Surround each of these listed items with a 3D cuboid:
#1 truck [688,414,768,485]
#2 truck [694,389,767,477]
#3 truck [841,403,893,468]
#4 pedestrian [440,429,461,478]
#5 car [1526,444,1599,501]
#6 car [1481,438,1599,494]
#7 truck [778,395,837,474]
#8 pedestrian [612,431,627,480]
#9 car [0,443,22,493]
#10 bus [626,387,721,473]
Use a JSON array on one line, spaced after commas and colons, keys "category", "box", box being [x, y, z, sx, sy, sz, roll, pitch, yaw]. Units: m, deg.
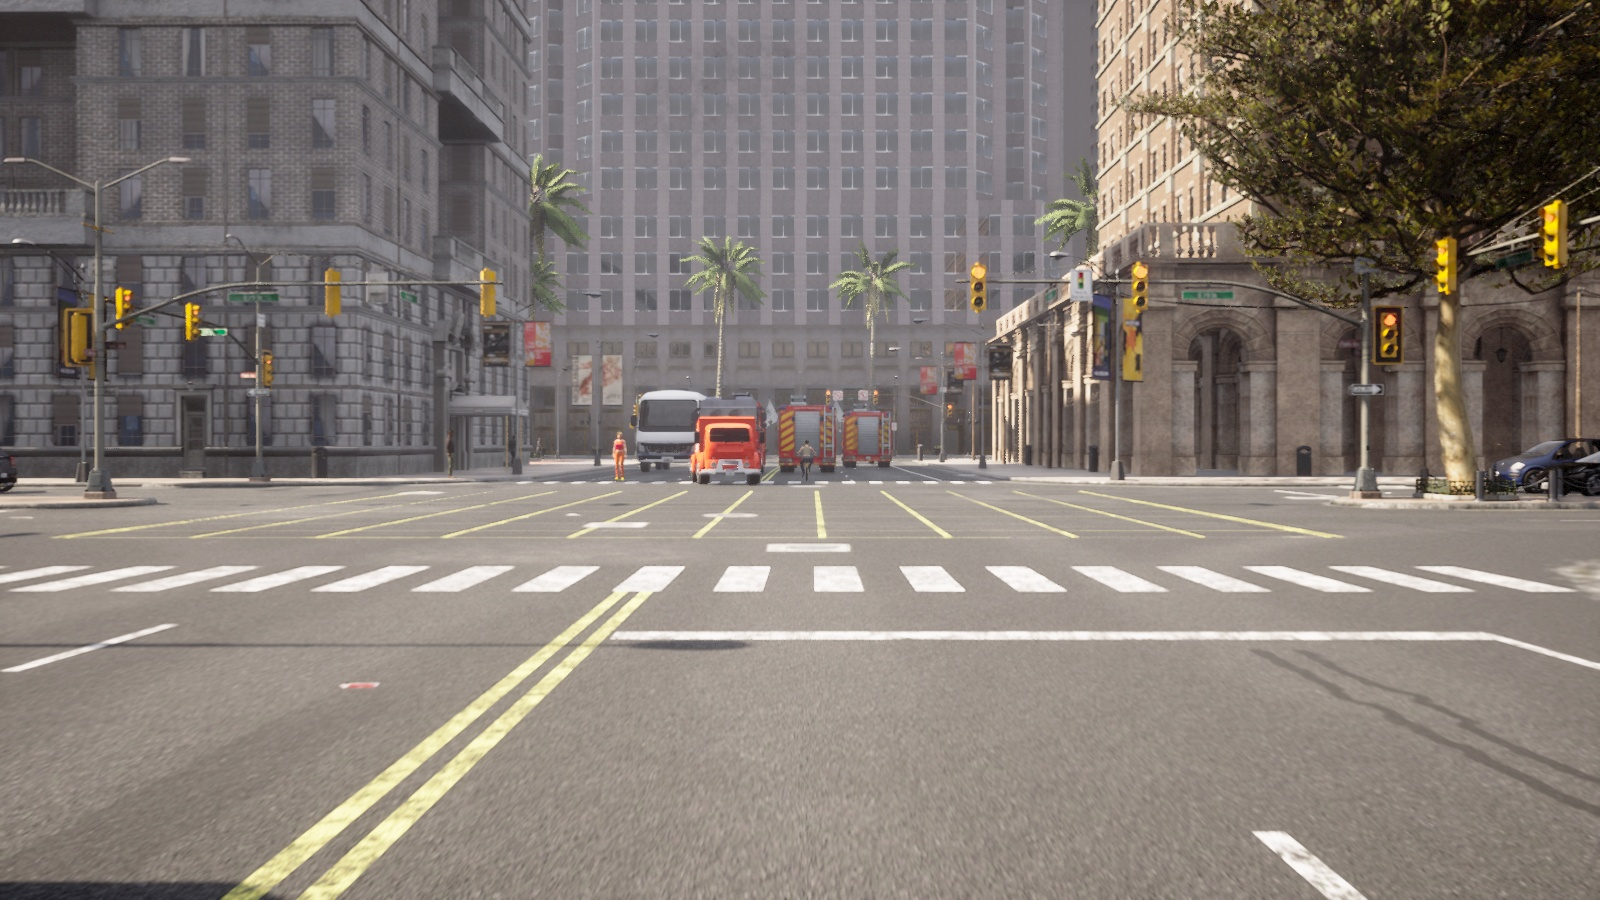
[{"category": "truck", "box": [-2.711, 0.007, 46.182, 2.627, 2.467, 5.204, 0, 0, -7]}, {"category": "truck", "box": [-3.153, -0.754, 59.156, 2.891, 3.827, 8.468, 0, 0, 0]}, {"category": "truck", "box": [4.083, -0.855, 78.104, 2.891, 3.827, 8.468, 0, 0, 1]}, {"category": "pedestrian", "box": [-13.165, 0.126, 47.301, 0.703, 1.840, 0.431, 0, 0, -5]}, {"category": "car", "box": [22.371, 0.576, 33.458, 4.792, 1.488, 2.163, 0, 0, 2]}, {"category": "car", "box": [22.565, 0.454, 36.988, 3.988, 1.617, 1.851, 0, 0, 1]}, {"category": "truck", "box": [0.391, -0.786, 65.333, 2.891, 3.827, 8.468, 0, 0, 0]}, {"category": "pedestrian", "box": [-6.747, 0.212, 46.953, 0.345, 1.836, 0.594, 0, 0, 11]}, {"category": "car", "box": [-25.639, 0.528, 37.548, 3.633, 1.501, 1.845, 0, 0, 1]}, {"category": "bus", "box": [-6.585, -1.015, 67.359, 3.944, 4.253, 10.273, 0, 0, 1]}]
